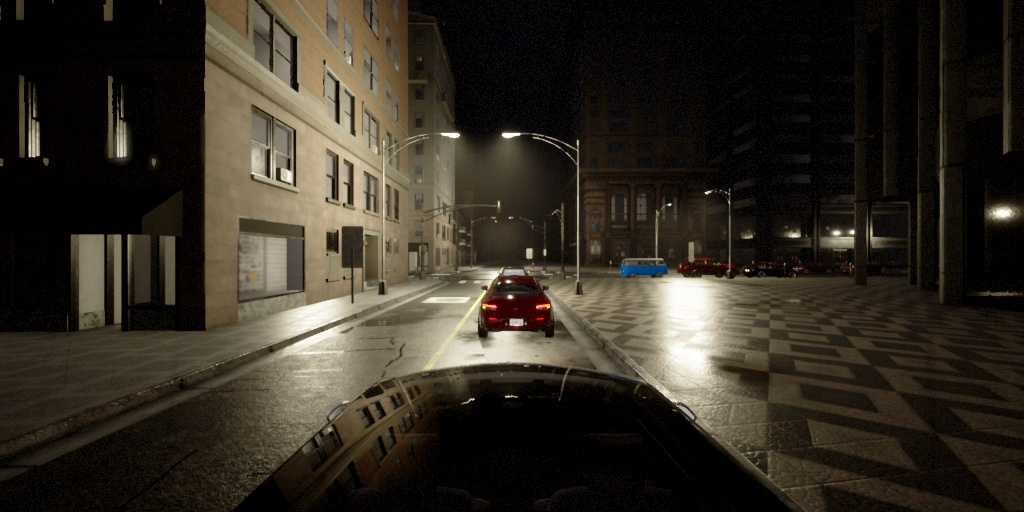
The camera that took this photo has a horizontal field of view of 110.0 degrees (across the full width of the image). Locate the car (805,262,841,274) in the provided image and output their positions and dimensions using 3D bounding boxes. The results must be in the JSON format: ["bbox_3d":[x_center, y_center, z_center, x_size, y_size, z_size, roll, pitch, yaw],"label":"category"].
[{"bbox_3d":[34.193,1.330,40.737,4.207,1.307,1.802,0,0,-1],"label":"car"}]

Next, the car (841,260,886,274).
[{"bbox_3d":[39.832,1.184,40.822,4.097,1.591,1.967,0,0,-1],"label":"car"}]

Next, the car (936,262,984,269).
[{"bbox_3d":[39.935,1.190,32.296,4.097,1.591,1.967,0,0,-1],"label":"car"}]

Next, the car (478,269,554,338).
[{"bbox_3d":[0.094,1.271,10.060,1.812,1.442,4.674,0,0,0],"label":"car"}]

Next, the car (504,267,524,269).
[{"bbox_3d":[0.107,1.302,19.932,1.994,1.385,4.181,0,0,0],"label":"car"}]

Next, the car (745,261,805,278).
[{"bbox_3d":[23.018,1.325,32.044,4.313,1.339,1.948,0,0,-1],"label":"car"}]

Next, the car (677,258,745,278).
[{"bbox_3d":[17.378,1.077,31.960,5.009,1.841,2.192,0,0,-1],"label":"car"}]

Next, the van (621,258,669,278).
[{"bbox_3d":[11.737,1.104,31.876,3.998,1.789,1.690,0,0,-1],"label":"van"}]
